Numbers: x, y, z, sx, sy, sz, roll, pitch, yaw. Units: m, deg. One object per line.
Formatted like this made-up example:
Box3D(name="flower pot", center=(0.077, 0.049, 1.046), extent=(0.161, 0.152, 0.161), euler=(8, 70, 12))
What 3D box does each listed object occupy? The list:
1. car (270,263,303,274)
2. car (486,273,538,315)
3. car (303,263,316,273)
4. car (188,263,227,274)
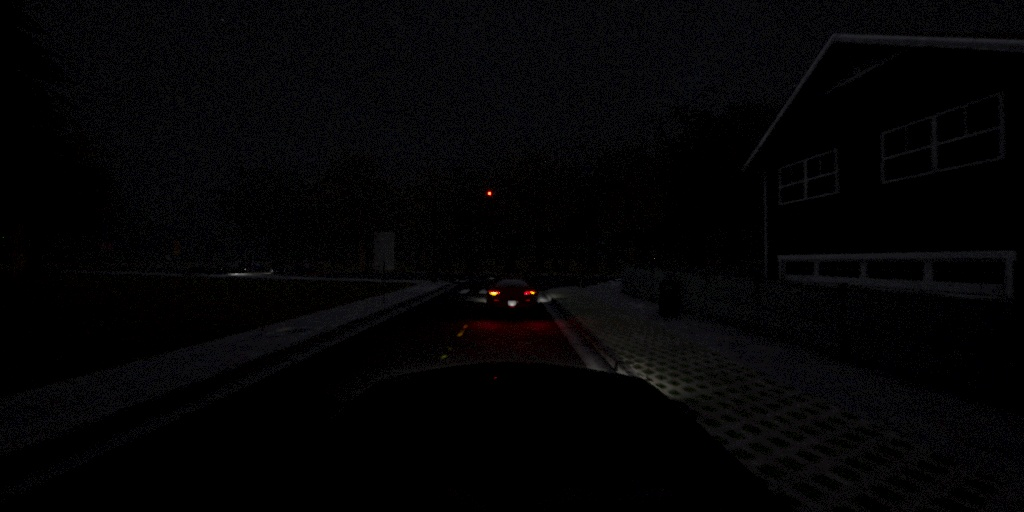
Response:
Box3D(name="car", center=(-33.251, 1.864, 52.292), extent=(4.181, 1.385, 1.994), euler=(0, -1, 23))
Box3D(name="car", center=(0.004, 1.401, 14.074), extent=(1.812, 1.442, 4.674), euler=(0, -1, 0))
Box3D(name="car", center=(-32.358, 1.868, 55.447), extent=(4.674, 1.442, 1.812), euler=(0, -1, 24))
Box3D(name="car", center=(-41.653, 1.844, 48.798), extent=(4.718, 1.301, 1.895), euler=(0, -1, 24))
